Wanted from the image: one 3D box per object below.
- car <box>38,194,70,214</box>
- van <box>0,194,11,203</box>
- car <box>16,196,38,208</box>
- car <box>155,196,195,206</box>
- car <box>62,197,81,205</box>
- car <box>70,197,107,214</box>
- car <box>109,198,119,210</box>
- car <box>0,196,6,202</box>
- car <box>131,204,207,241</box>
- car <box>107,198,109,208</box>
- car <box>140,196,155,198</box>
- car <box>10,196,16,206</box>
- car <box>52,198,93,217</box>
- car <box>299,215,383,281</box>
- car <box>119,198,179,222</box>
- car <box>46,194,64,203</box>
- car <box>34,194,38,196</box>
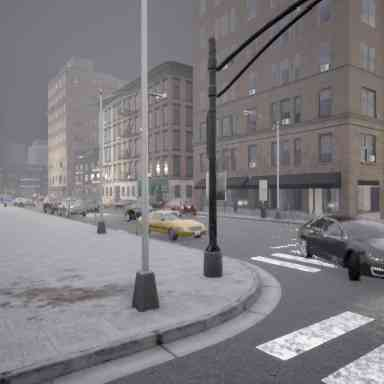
[{"bbox_3d":[-14.531,1.328,35.625,2.192,1.841,5.009,0,0,-36],"label":"car"},{"bbox_3d":[-37.765,1.348,67.734,1.690,1.788,3.998,0,0,-36],"label":"van"},{"bbox_3d":[-24.487,1.592,49.387,1.802,1.307,4.206,0,0,-36],"label":"car"},{"bbox_3d":[-1.390,1.416,31.155,1.967,1.590,4.097,0,0,-36],"label":"car"},{"bbox_3d":[-21.305,1.520,58.678,2.008,1.369,4.403,0,0,-36],"label":"car"},{"bbox_3d":[-11.097,1.500,35.228,1.837,1.490,4.892,0,2,-36],"label":"car"},{"bbox_3d":[-8.028,1.539,40.330,1.947,1.339,4.313,0,0,-36],"label":"car"},{"bbox_3d":[-44.402,1.557,76.908,2.008,1.369,4.403,0,0,-36],"label":"car"},{"bbox_3d":[-1.154,1.543,17.140,1.752,1.417,4.829,0,0,-36],"label":"car"},{"bbox_3d":[-11.447,1.498,45.054,1.752,1.417,4.829,0,0,-36],"label":"car"},{"bbox_3d":[-4.710,1.289,35.742,2.192,1.841,5.009,0,0,-36],"label":"car"},{"bbox_3d":[-27.707,1.534,53.836,1.752,1.417,4.829,0,0,-36],"label":"car"},{"bbox_3d":[-11.211,1.565,31.039,2.008,1.369,4.403,0,0,-36],"label":"car"},{"bbox_3d":[4.833,1.515,9.973,1.837,1.490,4.892,2,0,-5],"label":"car"},{"bbox_3d":[-3.274,1.481,24.406,1.882,1.535,5.008,0,0,-36],"label":"car"},{"bbox_3d":[-27.944,1.283,67.850,2.192,1.841,5.009,0,0,-36],"label":"car"},{"bbox_3d":[-34.581,1.533,77.026,1.947,1.339,4.313,0,0,-36],"label":"car"}]
